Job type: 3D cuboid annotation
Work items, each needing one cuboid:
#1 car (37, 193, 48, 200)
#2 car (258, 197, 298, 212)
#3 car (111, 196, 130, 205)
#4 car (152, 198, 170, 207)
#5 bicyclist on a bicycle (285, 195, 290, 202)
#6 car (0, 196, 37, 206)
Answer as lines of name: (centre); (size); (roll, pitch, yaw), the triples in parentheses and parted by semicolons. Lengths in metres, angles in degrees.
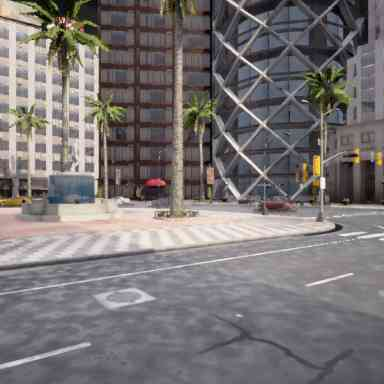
car: (-25.902, 1.221, 58.678); (5.566, 2.045, 2.150); (0, 0, -10)
car: (10.014, 1.352, 38.850); (2.097, 1.767, 4.553); (0, 0, -40)
car: (-13.449, 1.526, 59.178); (4.674, 1.442, 1.812); (0, 0, 5)
car: (-3.838, 1.564, 49.701); (4.181, 1.385, 1.994); (0, 0, 21)
bicyclist on a bicycle: (15.720, 1.301, 54.592); (0.582, 1.620, 1.656); (0, 0, 42)
car: (-28.765, 1.478, 54.458); (5.008, 1.535, 1.882); (0, 0, -14)
